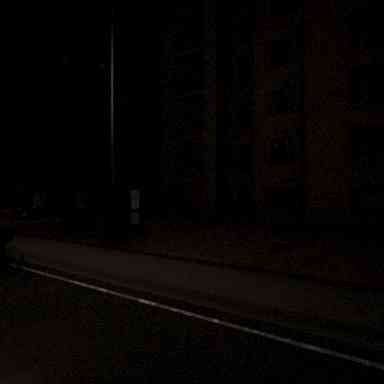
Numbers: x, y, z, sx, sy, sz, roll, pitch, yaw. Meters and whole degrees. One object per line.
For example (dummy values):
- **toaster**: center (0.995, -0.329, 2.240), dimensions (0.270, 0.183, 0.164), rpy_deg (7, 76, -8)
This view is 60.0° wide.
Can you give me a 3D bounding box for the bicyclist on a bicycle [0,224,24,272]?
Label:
- **bicyclist on a bicycle**: center (-5.337, 1.434, 8.923), dimensions (0.582, 1.620, 1.656), rpy_deg (0, 0, 37)
